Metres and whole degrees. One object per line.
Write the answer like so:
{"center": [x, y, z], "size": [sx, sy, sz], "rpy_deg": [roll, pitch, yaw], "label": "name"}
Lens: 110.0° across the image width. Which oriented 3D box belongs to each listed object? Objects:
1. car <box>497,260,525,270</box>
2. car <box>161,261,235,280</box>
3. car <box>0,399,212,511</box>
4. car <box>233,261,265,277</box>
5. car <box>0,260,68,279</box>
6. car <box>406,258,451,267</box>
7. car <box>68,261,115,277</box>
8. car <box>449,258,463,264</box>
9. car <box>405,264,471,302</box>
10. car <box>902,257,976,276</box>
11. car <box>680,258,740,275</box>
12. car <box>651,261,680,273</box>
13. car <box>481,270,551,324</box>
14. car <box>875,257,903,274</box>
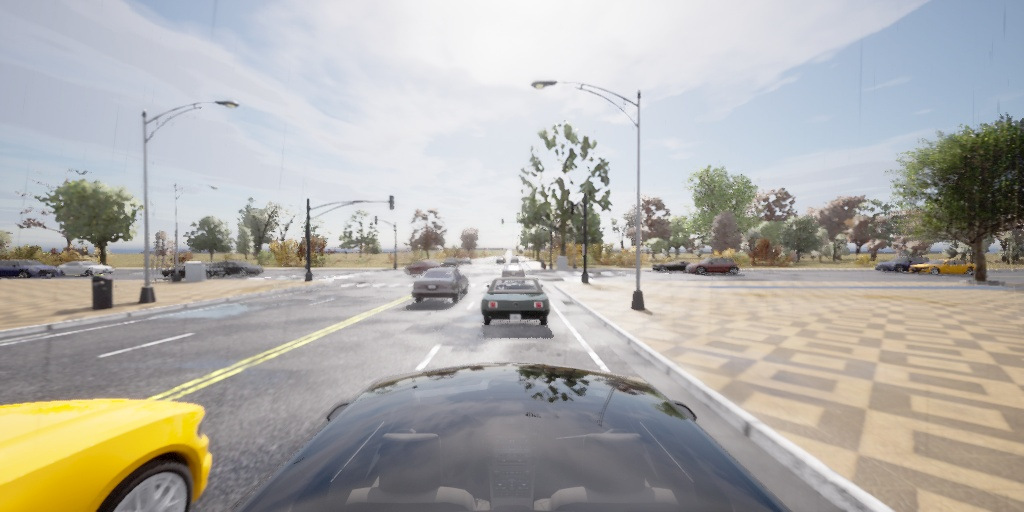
{"center": [0.080, 1.302, 28.756], "size": [2.033, 1.411, 5.357], "rpy_deg": [0, 1, 0], "label": "car"}
{"center": [-27.283, 1.369, 31.077], "size": [4.718, 1.301, 1.895], "rpy_deg": [0, 1, 3], "label": "car"}
{"center": [-3.150, 1.231, 0.580], "size": [1.882, 1.535, 5.008], "rpy_deg": [0, -1, 0], "label": "car"}
{"center": [-26.381, 1.214, 34.289], "size": [4.892, 1.490, 1.837], "rpy_deg": [0, 1, 3], "label": "car"}
{"center": [-43.148, 1.133, 31.789], "size": [4.553, 1.767, 2.097], "rpy_deg": [0, 1, 3], "label": "car"}
{"center": [-8.166, 1.169, 33.559], "size": [1.882, 1.535, 5.008], "rpy_deg": [0, 1, -44], "label": "car"}
{"center": [-41.663, 1.247, 34.979], "size": [4.674, 1.442, 1.812], "rpy_deg": [0, 1, 3], "label": "car"}
{"center": [-9.635, 1.056, 57.500], "size": [1.882, 1.535, 5.008], "rpy_deg": [0, 0, 1], "label": "car"}
{"center": [-3.147, 1.256, 16.605], "size": [2.033, 1.411, 5.357], "rpy_deg": [0, 0, 0], "label": "car"}
{"center": [40.902, 1.061, 34.041], "size": [5.008, 1.535, 1.882], "rpy_deg": [0, 1, 3], "label": "car"}
{"center": [19.506, 0.957, 35.089], "size": [4.553, 1.767, 2.097], "rpy_deg": [0, 1, 3], "label": "car"}
{"center": [17.528, 1.150, 38.440], "size": [4.718, 1.301, 1.895], "rpy_deg": [0, 1, 3], "label": "car"}
{"center": [0.102, 1.323, 11.748], "size": [1.895, 1.301, 4.718], "rpy_deg": [0, 0, 0], "label": "car"}
{"center": [40.855, 0.876, 37.295], "size": [4.553, 1.767, 2.097], "rpy_deg": [0, 1, 3], "label": "car"}
